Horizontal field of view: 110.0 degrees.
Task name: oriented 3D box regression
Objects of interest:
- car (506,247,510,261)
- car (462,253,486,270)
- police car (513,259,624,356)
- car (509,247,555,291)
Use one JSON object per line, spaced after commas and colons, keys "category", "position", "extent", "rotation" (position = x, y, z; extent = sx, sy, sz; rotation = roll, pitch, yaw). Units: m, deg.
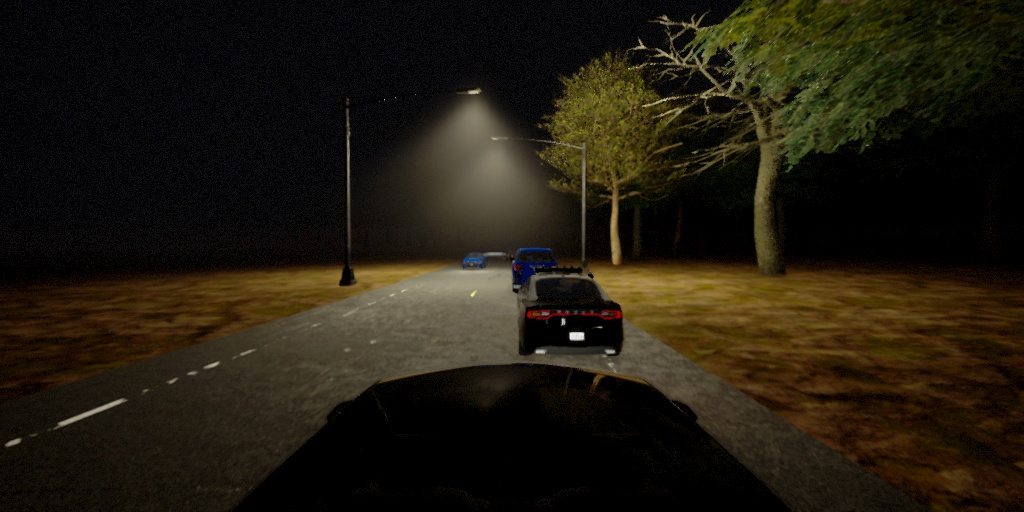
{"category": "car", "position": [0.087, -0.116, 50.044], "extent": [2.033, 1.411, 5.357], "rotation": [0, 3, 1]}
{"category": "car", "position": [-3.540, 0.428, 34.281], "extent": [1.882, 1.535, 5.008], "rotation": [0, 2, 0]}
{"category": "police car", "position": [1.060, 1.047, 8.425], "extent": [1.930, 1.638, 5.238], "rotation": [0, 1, 0]}
{"category": "car", "position": [1.074, 0.614, 18.334], "extent": [2.150, 2.045, 5.566], "rotation": [0, 1, 0]}
